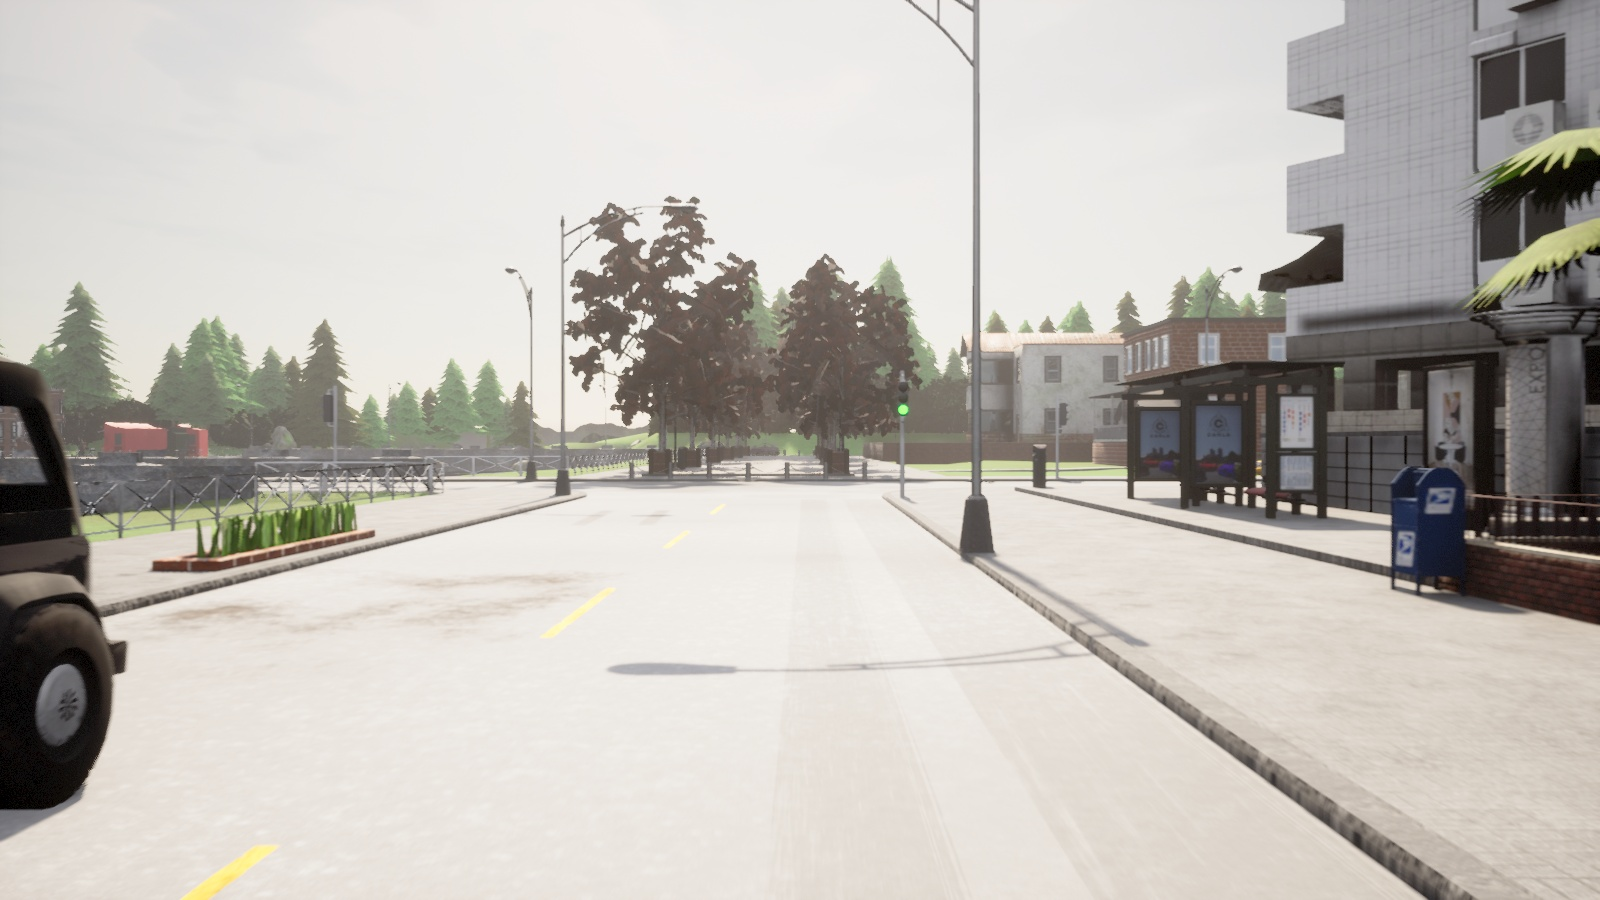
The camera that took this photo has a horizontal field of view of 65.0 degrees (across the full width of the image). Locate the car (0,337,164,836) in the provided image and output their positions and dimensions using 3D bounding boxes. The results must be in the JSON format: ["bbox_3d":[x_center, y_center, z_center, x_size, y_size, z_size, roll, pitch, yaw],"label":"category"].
[{"bbox_3d":[-3.962,0.517,3.988,1.905,1.878,3.866,0,0,0],"label":"car"}]
